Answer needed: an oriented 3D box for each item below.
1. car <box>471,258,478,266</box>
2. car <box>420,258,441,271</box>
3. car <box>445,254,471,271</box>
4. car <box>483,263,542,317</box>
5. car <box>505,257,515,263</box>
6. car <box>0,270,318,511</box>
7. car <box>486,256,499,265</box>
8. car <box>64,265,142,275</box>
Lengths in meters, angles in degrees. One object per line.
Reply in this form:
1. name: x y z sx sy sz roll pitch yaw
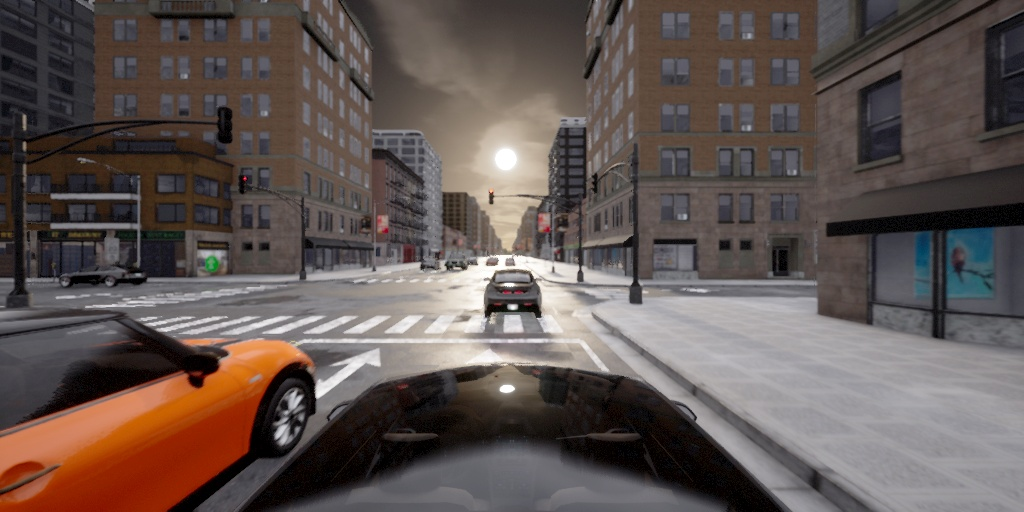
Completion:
1. car: -6.884 0.970 61.338 1.994 1.385 4.181 0 0 0
2. car: -10.078 1.011 44.433 1.837 1.490 4.892 0 1 0
3. car: -6.825 0.726 44.728 2.150 2.045 5.566 0 0 -1
4. car: 0.021 1.194 12.827 1.837 1.490 4.892 0 1 0
5. car: -0.350 0.993 63.624 1.895 1.301 4.718 0 0 0
6. car: -3.242 1.100 2.195 2.097 1.767 4.553 0 0 0
7. car: -3.600 0.957 63.542 1.994 1.385 4.181 0 0 0
8. car: -25.491 1.218 22.473 4.313 1.339 1.948 0 0 0
